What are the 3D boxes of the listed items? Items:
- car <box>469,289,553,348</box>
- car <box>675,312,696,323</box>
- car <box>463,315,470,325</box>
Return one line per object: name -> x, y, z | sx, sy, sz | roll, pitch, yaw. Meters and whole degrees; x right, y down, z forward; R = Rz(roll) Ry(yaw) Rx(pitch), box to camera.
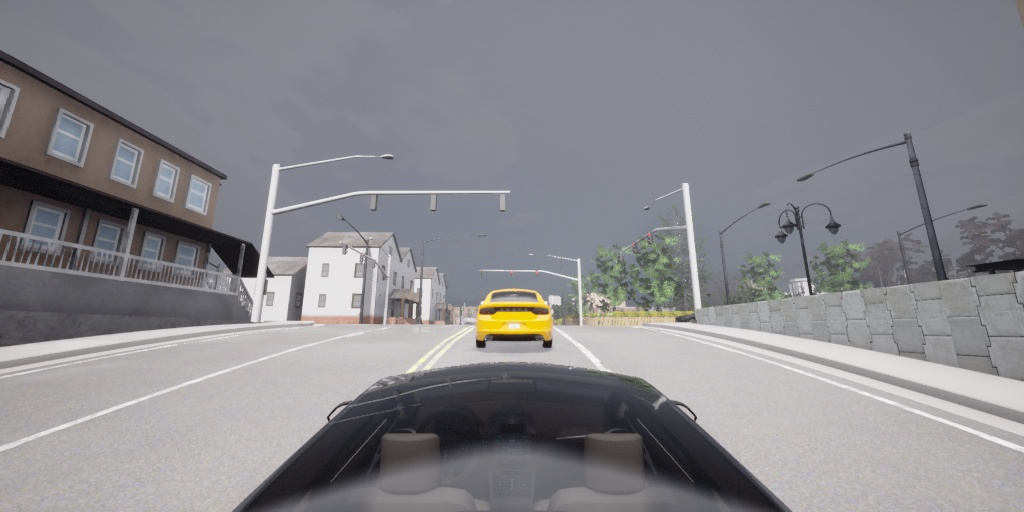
car -> 0.059, 1.722, 10.530 | 1.882, 1.535, 5.008 | 0, -7, 0
car -> 16.453, 5.256, 30.397 | 5.008, 1.535, 1.882 | 0, -12, 1
car -> -3.648, 6.381, 35.244 | 1.895, 1.301, 4.718 | 0, -12, 0
